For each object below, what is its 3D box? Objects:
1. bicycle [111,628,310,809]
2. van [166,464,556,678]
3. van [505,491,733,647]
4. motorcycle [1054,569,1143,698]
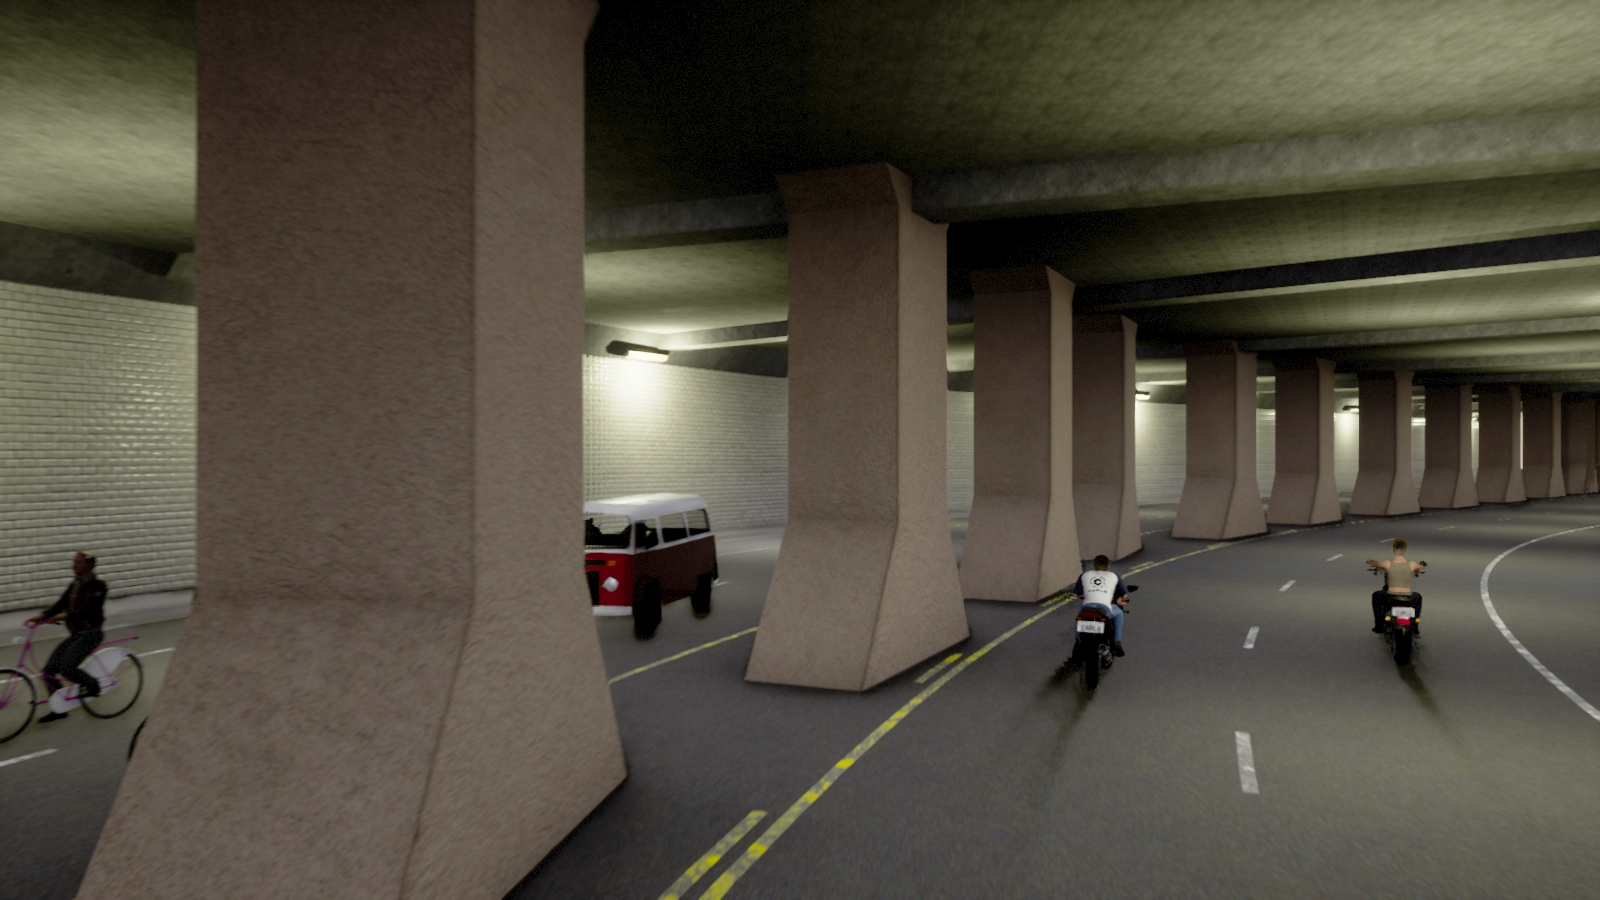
[{"bbox_3d":[-4.993,2.231,9.817,0.329,1.126,1.835,0,0,17],"label":"bicycle"},{"bbox_3d":[-6.210,1.531,17.208,1.988,2.561,5.915,0,0,22],"label":"van"},{"bbox_3d":[-2.758,1.781,18.641,2.069,2.038,4.480,0,0,14],"label":"van"},{"bbox_3d":[3.668,2.174,13.914,0.803,1.224,2.033,0,0,21],"label":"motorcycle"}]
